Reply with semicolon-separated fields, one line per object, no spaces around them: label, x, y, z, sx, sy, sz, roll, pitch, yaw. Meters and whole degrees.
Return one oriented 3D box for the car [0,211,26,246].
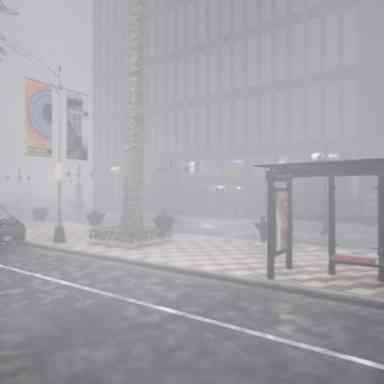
car;-8.890;1.500;14.000;4.892;1.521;2.231;0;0;36
